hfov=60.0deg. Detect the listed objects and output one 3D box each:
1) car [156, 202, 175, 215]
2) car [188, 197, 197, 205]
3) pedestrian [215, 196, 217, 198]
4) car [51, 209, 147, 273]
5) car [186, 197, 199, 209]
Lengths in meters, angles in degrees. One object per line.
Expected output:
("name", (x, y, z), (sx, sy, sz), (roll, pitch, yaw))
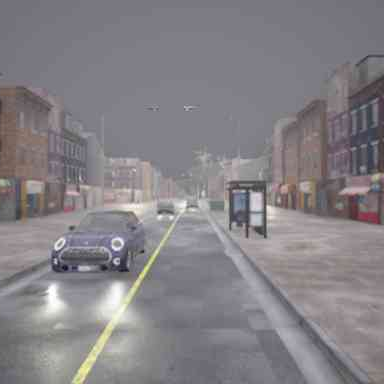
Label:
("car", (-2.819, 1.768, 36.800), (2.033, 1.411, 5.357), (0, 0, 0))
("car", (0.052, 1.797, 68.832), (1.882, 1.535, 5.008), (0, 0, 0))
("pedestrian", (3.042, 1.400, 42.492), (0.375, 1.860, 0.375), (0, -1, -10))
("car", (-2.803, 1.413, 10.937), (2.097, 1.767, 4.553), (0, 0, 0))
("car", (0.046, 1.868, 50.538), (2.033, 1.411, 5.357), (0, 0, 0))
